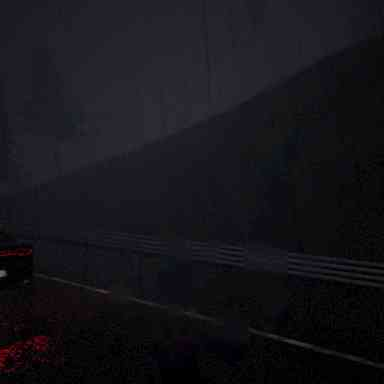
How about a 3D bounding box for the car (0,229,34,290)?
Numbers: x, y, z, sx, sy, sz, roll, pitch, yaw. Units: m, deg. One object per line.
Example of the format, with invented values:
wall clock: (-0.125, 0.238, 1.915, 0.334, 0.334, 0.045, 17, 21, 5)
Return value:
car: (-5.784, 1.407, 7.797, 5.008, 1.535, 1.882, 1, 0, 33)
